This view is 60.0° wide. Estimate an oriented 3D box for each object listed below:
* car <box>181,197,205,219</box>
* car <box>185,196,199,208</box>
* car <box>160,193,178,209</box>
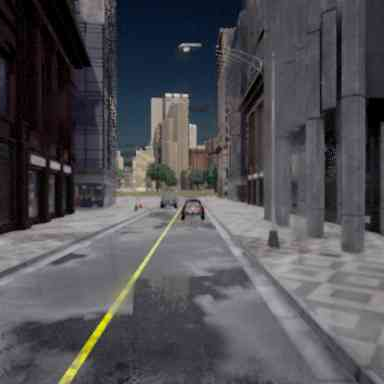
[{"bbox_3d":[0.086,1.414,29.201,2.033,1.649,4.856,0,0,0],"label":"car"},{"bbox_3d":[0.006,1.469,50.164,2.128,1.511,4.902,0,0,0],"label":"car"},{"bbox_3d":[-3.082,1.203,45.201,2.150,2.045,5.566,0,0,0],"label":"car"}]
